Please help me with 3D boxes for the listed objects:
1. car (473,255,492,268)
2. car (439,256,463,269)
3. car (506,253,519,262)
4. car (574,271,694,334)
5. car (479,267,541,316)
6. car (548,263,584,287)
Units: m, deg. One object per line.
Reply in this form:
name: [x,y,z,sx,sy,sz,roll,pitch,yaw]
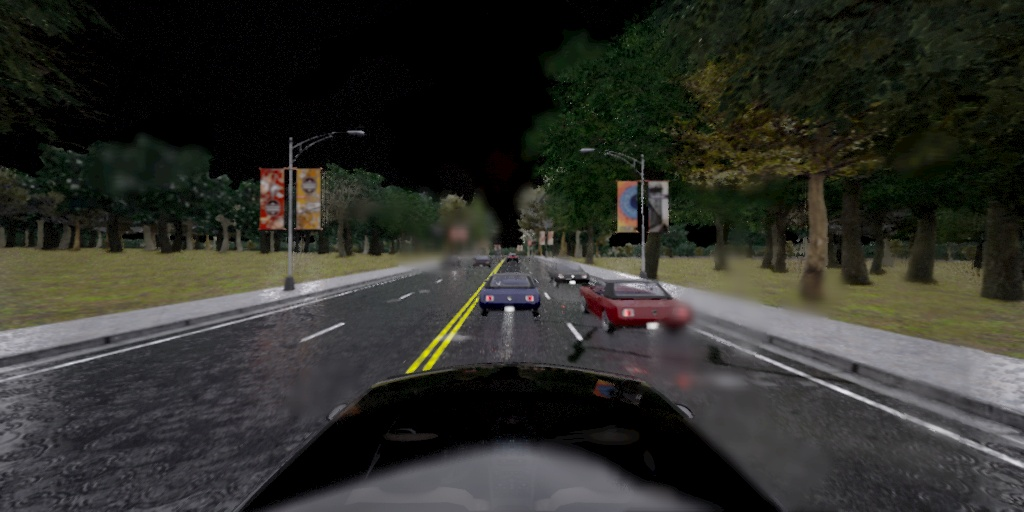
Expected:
car: [-3.289,0.612,40.984,2.033,1.411,5.357,0,1,0]
car: [-6.558,0.708,38.917,1.895,1.301,4.718,0,1,1]
car: [0.099,0.235,58.360,1.837,1.490,4.892,0,1,0]
car: [3.251,1.300,10.453,1.895,1.301,4.718,0,1,0]
car: [-0.050,1.265,12.969,1.895,1.301,4.718,0,1,0]
car: [3.251,1.089,21.450,1.895,1.301,4.718,0,1,0]
